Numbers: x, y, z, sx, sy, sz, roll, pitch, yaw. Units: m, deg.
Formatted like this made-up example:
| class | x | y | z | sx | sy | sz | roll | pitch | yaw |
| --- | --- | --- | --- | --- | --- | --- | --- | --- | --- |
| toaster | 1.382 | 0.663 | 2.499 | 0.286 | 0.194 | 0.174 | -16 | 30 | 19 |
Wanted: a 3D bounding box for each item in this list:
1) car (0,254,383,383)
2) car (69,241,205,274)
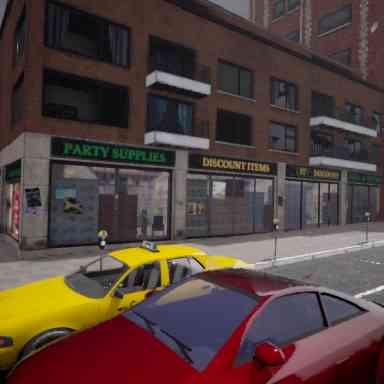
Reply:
| class | x | y | z | sx | sy | sz | roll | pitch | yaw |
| --- | --- | --- | --- | --- | --- | --- | --- | --- | --- |
| car | 0.383 | 1.565 | 3.345 | 4.181 | 1.385 | 1.994 | 0 | 0 | -35 |
| car | -0.937 | 1.527 | 5.404 | 4.829 | 1.417 | 1.752 | 0 | 2 | -35 |
